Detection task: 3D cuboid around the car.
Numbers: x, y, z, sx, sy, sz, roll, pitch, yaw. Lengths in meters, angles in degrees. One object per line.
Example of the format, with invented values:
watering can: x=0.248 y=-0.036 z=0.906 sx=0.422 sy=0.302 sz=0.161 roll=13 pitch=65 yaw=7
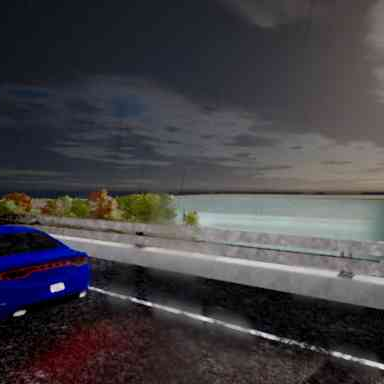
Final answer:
car: x=-4.290 y=1.462 z=7.088 sx=5.008 sy=1.535 sz=1.882 roll=0 pitch=0 yaw=36
